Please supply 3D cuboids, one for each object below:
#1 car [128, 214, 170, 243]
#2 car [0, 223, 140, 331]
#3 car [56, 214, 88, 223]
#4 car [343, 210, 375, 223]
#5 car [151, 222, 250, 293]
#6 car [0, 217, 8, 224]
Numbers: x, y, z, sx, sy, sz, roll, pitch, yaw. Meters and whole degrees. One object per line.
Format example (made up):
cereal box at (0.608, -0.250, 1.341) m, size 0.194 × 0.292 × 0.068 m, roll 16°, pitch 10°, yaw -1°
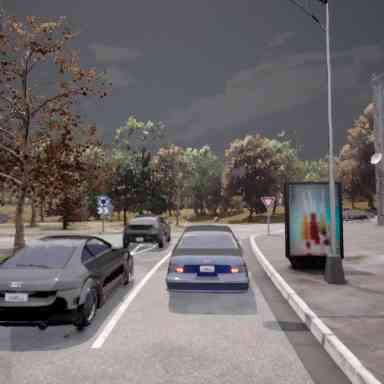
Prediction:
car at (-2.128, 1.871, 16.574) m, size 1.837 × 1.490 × 4.892 m, roll 0°, pitch -2°, yaw 2°
car at (-2.577, 1.596, 7.052) m, size 1.994 × 1.385 × 4.181 m, roll 0°, pitch -1°, yaw 2°
car at (-19.704, 4.388, 54.940) m, size 5.008 × 1.535 × 1.882 m, roll 1°, pitch -4°, yaw -16°
car at (20.022, 2.964, 41.097) m, size 4.902 × 1.511 × 2.128 m, roll -4°, pitch -3°, yaw -7°
car at (0.435, 1.610, 9.004) m, size 2.033 × 1.411 × 5.357 m, roll 0°, pitch -1°, yaw 3°
car at (-30.814, 4.160, 50.236) m, size 2.033 × 1.411 × 5.357 m, roll -3°, pitch -5°, yaw 38°
